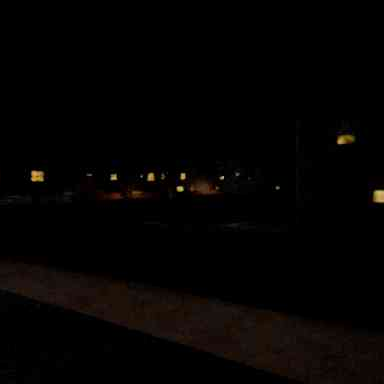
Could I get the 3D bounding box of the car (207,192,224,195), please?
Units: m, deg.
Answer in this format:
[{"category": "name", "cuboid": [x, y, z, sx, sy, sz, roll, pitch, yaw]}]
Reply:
[{"category": "car", "cuboid": [3.468, 0.696, 51.163, 2.128, 1.511, 4.902, 1, 2, 38]}]
